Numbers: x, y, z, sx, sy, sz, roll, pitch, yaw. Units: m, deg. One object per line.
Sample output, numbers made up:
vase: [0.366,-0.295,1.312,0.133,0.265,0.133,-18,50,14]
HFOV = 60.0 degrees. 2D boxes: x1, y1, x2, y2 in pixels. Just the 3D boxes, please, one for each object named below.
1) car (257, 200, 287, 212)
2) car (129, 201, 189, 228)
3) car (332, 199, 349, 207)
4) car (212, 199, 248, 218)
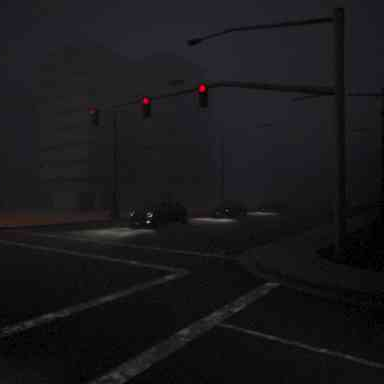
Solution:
car: [9.741,1.659,40.071,2.033,1.411,5.357,-1,0,36]
car: [-2.234,1.463,23.188,2.097,1.767,4.553,-1,0,36]
car: [24.289,1.685,54.227,1.895,1.301,4.718,-1,0,35]
car: [3.680,1.637,31.529,1.812,1.442,4.674,-1,0,36]
